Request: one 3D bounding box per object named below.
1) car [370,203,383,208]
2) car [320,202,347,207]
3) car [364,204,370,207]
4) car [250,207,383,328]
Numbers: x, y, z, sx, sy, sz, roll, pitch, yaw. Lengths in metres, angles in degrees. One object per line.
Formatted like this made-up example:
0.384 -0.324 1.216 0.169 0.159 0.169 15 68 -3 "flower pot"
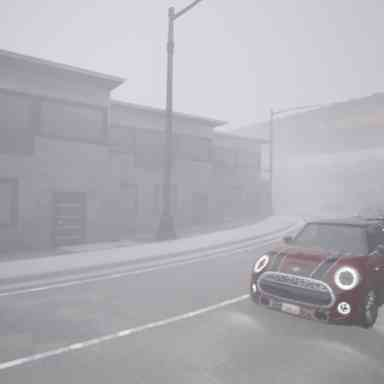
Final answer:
13.456 1.586 22.087 1.882 1.535 5.008 1 0 21 "car"
19.105 2.127 45.157 1.837 1.490 4.892 1 -2 -8 "car"
19.559 1.871 35.061 2.128 1.511 4.902 1 -1 4 "car"
3.215 1.391 7.292 2.097 1.767 4.553 0 0 43 "car"
